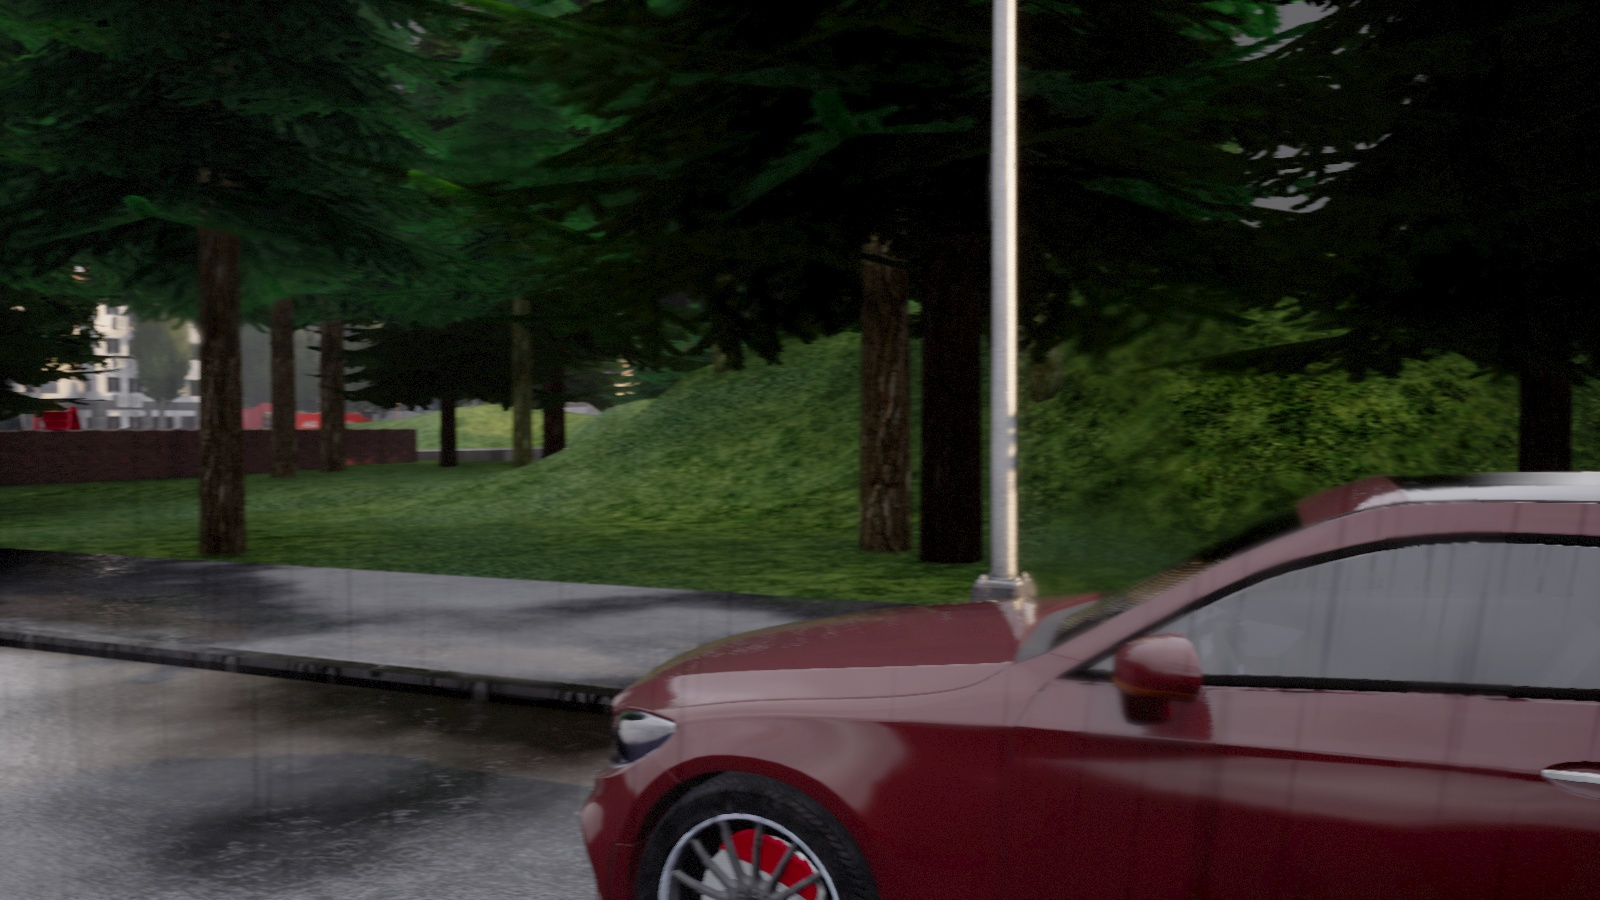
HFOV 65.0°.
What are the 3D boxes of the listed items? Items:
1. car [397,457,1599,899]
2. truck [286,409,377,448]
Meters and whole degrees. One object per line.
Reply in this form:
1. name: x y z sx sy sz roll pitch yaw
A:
1. car: 1.359 0.791 3.402 4.674 1.442 1.812 1 1 25
2. truck: -30.503 -1.420 82.008 2.627 2.467 5.204 1 1 26
